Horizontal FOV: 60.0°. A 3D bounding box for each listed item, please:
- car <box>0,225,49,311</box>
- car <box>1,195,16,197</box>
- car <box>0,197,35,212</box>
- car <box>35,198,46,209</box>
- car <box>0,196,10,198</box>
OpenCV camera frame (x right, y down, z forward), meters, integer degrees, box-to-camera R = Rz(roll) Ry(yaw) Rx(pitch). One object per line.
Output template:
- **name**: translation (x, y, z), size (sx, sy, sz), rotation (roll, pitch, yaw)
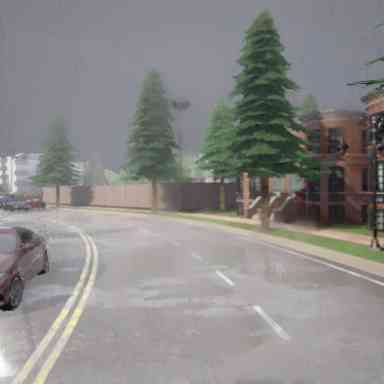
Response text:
- **car**: translation (-4.634, 1.561, 7.776), size (1.812, 1.442, 4.674), rotation (0, 0, -13)
- **car**: translation (-31.931, 1.464, 57.477), size (2.150, 2.045, 5.566), rotation (-1, 0, -41)
- **car**: translation (-21.662, 1.710, 41.068), size (2.033, 1.411, 5.357), rotation (-1, 0, -42)
- **car**: translation (-22.227, 1.640, 46.875), size (1.882, 1.535, 5.008), rotation (-1, 0, -42)
- **car**: translation (-28.806, 1.769, 48.877), size (2.033, 1.411, 5.357), rotation (-1, 0, -42)
